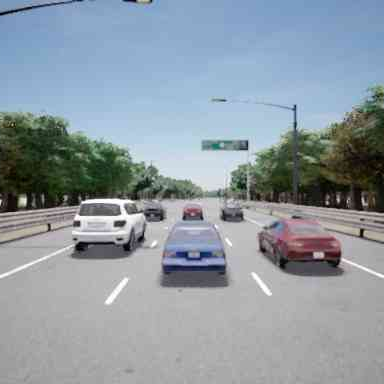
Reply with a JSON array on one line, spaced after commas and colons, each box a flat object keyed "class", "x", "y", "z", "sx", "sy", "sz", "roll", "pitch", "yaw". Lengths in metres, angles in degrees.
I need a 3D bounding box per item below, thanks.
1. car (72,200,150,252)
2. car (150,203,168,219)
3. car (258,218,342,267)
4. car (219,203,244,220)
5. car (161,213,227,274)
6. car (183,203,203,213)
[{"class": "car", "x": -3.417, "y": 1.350, "z": 14.631, "sx": 2.150, "sy": 2.045, "sz": 5.566, "roll": 0, "pitch": -1, "yaw": 0}, {"class": "car", "x": -3.414, "y": 1.788, "z": 31.006, "sx": 1.837, "sy": 1.490, "sz": 4.892, "roll": 0, "pitch": -1, "yaw": 0}, {"class": "car", "x": 3.569, "y": 1.628, "z": 11.644, "sx": 1.812, "sy": 1.442, "sz": 4.674, "roll": 0, "pitch": 0, "yaw": 0}, {"class": "car", "x": 3.585, "y": 1.772, "z": 30.680, "sx": 2.128, "sy": 1.511, "sz": 4.902, "roll": 0, "pitch": -1, "yaw": 0}, {"class": "car", "x": 0.066, "y": 1.643, "z": 10.852, "sx": 2.033, "sy": 1.411, "sz": 5.357, "roll": 0, "pitch": 0, "yaw": 0}, {"class": "car", "x": 0.087, "y": 1.816, "z": 31.774, "sx": 1.812, "sy": 1.442, "sz": 4.674, "roll": 0, "pitch": -1, "yaw": 0}]
